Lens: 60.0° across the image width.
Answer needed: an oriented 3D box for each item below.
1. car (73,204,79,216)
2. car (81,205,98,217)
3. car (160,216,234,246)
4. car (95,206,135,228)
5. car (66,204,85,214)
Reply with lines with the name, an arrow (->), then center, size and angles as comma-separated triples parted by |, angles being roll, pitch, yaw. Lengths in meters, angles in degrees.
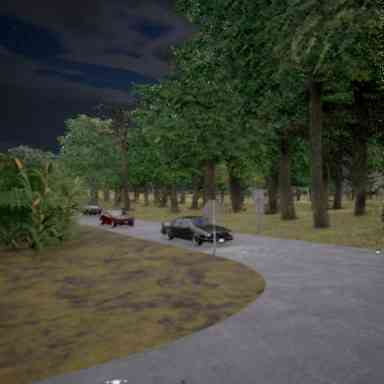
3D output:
car -> -17.839, 2.360, 47.406 | 2.150, 2.045, 5.566 | 0, -1, -32
car -> -13.816, 2.563, 46.314 | 1.882, 1.535, 5.008 | 0, -1, -32
car -> 0.079, 2.108, 18.940 | 2.033, 1.411, 5.357 | 0, -1, -32
car -> -6.762, 2.295, 29.761 | 1.882, 1.535, 5.008 | 0, -1, -32
car -> -19.215, 2.726, 54.751 | 1.837, 1.490, 4.892 | 0, -1, -32
